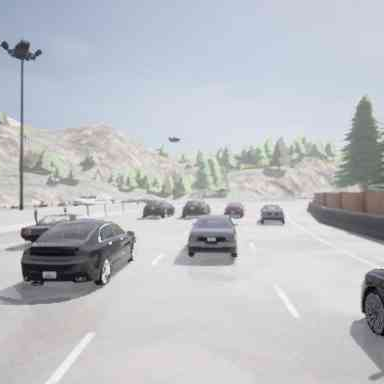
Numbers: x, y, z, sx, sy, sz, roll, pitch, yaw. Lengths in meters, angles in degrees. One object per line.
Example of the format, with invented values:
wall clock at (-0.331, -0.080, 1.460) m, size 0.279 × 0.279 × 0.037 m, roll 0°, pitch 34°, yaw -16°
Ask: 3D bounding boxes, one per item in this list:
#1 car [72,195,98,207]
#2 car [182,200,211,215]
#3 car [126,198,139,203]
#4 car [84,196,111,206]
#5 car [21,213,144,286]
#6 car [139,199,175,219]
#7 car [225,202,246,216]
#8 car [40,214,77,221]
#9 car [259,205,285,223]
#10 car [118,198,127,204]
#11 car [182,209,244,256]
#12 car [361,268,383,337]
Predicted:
car at (-18.019, 1.537, 56.776) m, size 2.150 × 2.045 × 5.566 m, roll 0°, pitch 0°, yaw 20°
car at (0.504, 1.552, 32.120) m, size 2.097 × 1.767 × 4.553 m, roll 0°, pitch 0°, yaw 13°
car at (-8.080, 1.793, 53.409) m, size 1.882 × 1.535 × 5.008 m, roll 0°, pitch 0°, yaw 20°
car at (-15.056, 1.835, 54.614) m, size 1.812 × 1.442 × 4.674 m, roll 0°, pitch 0°, yaw 19°
car at (-2.910, 1.559, 9.598) m, size 1.837 × 1.490 × 4.892 m, roll 0°, pitch 0°, yaw 4°
car at (-3.084, 1.545, 32.096) m, size 2.097 × 1.767 × 4.553 m, roll 0°, pitch 0°, yaw 12°
car at (4.347, 1.741, 33.322) m, size 1.812 × 1.442 × 4.674 m, roll 0°, pitch 0°, yaw 13°
car at (-5.862, 1.688, 15.797) m, size 1.895 × 1.301 × 4.718 m, roll 0°, pitch 0°, yaw 6°
car at (6.534, 1.729, 27.206) m, size 2.033 × 1.411 × 5.357 m, roll 0°, pitch 0°, yaw 11°
car at (-10.771, 1.819, 56.268) m, size 2.128 × 1.511 × 4.902 m, roll 0°, pitch 0°, yaw 20°
car at (0.904, 1.633, 13.495) m, size 2.033 × 1.411 × 5.357 m, roll 0°, pitch 0°, yaw 6°
car at (3.766, 1.523, 3.805) m, size 2.128 × 1.511 × 4.902 m, roll 0°, pitch 0°, yaw 2°
